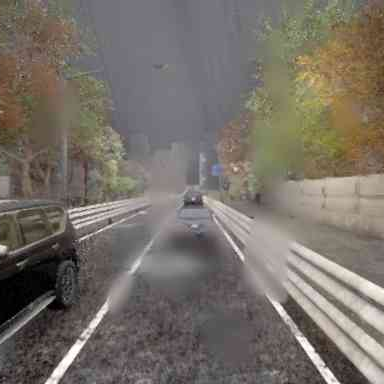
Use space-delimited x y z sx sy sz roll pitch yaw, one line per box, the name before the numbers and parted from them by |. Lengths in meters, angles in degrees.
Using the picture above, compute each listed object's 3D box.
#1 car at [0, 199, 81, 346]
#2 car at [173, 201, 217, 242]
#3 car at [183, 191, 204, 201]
car | -3.342 1.162 4.627 2.150 2.045 5.566 0 1 0
car | 0.125 1.365 15.336 2.033 1.411 5.357 0 1 0
car | 0.160 0.894 38.879 2.150 2.045 5.566 0 0 0
